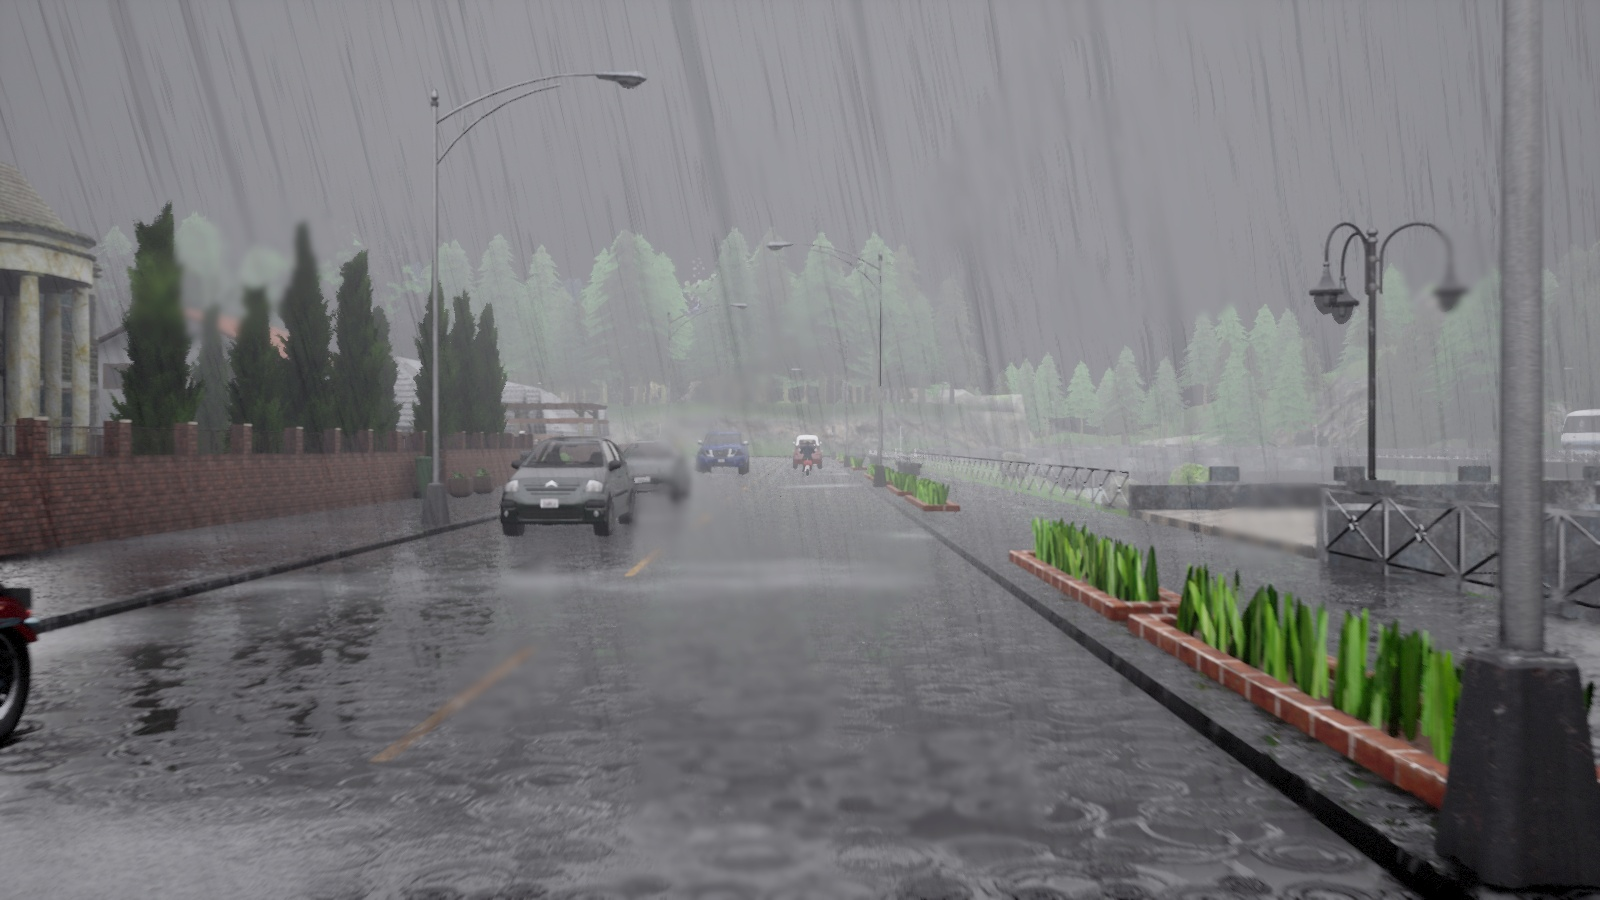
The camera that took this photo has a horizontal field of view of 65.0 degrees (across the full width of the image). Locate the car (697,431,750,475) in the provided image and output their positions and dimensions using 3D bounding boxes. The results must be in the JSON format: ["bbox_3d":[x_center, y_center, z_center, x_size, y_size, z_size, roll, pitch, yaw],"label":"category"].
[{"bbox_3d":[-3.636,0.121,60.663,2.150,2.045,5.566,0,0,0],"label":"car"}]

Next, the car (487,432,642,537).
[{"bbox_3d":[-3.863,0.522,21.261,1.851,1.617,3.988,0,0,0],"label":"car"}]

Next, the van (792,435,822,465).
[{"bbox_3d":[0.527,-0.031,88.871,2.069,2.038,4.480,0,0,0],"label":"van"}]

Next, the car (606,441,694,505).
[{"bbox_3d":[-3.799,0.540,32.304,1.789,1.549,3.705,0,0,0],"label":"car"}]

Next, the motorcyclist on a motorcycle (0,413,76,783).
[{"bbox_3d":[-3.956,0.665,5.011,0.766,1.649,2.350,0,0,0],"label":"motorcyclist on a motorcycle"}]

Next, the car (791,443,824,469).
[{"bbox_3d":[0.437,0.348,73.291,1.845,1.501,3.633,0,0,0],"label":"car"}]
